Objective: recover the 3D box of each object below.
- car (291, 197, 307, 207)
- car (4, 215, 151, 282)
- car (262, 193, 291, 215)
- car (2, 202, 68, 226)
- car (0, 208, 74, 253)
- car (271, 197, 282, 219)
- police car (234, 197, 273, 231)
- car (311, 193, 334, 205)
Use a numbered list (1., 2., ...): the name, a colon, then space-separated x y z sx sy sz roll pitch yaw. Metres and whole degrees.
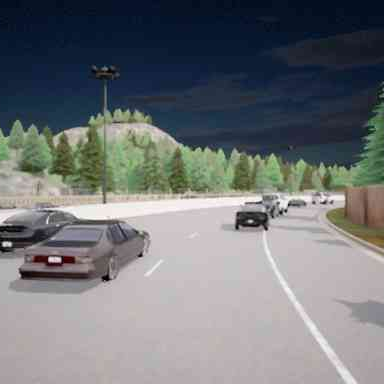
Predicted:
1. car: 15.509 1.489 49.077 1.994 1.385 4.181 0 0 35
2. car: -2.691 1.516 9.743 2.033 1.411 5.357 0 0 7
3. car: 8.323 1.166 33.706 2.150 2.045 5.566 0 0 24
4. car: -10.907 1.476 23.483 1.994 1.385 4.181 0 0 14
5. car: -5.660 1.457 13.269 1.837 1.490 4.892 0 0 8
6. car: 6.373 1.454 28.844 1.837 1.490 4.892 0 0 20
7. police car: 3.821 1.386 20.663 1.930 1.638 5.238 0 0 14
8. car: 22.919 1.142 58.467 2.150 2.045 5.566 0 0 43
